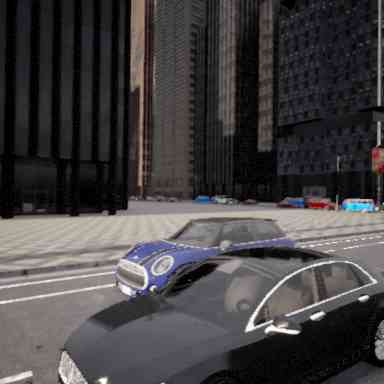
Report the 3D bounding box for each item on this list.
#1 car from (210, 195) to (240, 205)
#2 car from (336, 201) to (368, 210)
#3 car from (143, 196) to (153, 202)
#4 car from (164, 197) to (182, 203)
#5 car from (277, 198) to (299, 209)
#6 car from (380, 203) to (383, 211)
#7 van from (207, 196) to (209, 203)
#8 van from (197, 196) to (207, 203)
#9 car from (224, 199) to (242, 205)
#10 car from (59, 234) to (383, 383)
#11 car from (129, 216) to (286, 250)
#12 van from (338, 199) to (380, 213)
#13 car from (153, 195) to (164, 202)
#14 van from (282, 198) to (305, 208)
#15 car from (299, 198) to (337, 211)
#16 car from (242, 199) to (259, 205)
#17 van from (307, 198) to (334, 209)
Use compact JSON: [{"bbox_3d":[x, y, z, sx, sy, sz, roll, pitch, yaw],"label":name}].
[{"bbox_3d":[7.045,1.757,70.423,2.150,2.045,5.566,1,-1,-35],"label":"car"},{"bbox_3d":[25.879,2.220,53.932,1.802,1.307,4.206,1,-1,-35],"label":"car"},{"bbox_3d":[-10.632,2.029,90.441,1.752,1.417,4.829,1,-1,-35],"label":"car"},{"bbox_3d":[-4.138,2.054,81.336,2.008,1.369,4.403,1,-1,-35],"label":"car"},{"bbox_3d":[15.643,2.087,53.603,1.802,1.307,4.206,1,-1,-35],"label":"car"},{"bbox_3d":[29.176,2.193,49.310,2.008,1.369,4.403,1,-1,-35],"label":"car"},{"bbox_3d":[6.100,1.974,81.667,1.690,1.788,3.998,1,-1,-35],"label":"van"},{"bbox_3d":[2.803,1.974,86.290,1.690,1.788,3.998,1,-1,-35],"label":"van"},{"bbox_3d":[9.394,2.214,77.043,1.802,1.307,4.206,1,-1,-35],"label":"car"},{"bbox_3d":[0.890,1.543,4.318,4.892,1.490,1.837,1,-1,-35],"label":"car"},{"bbox_3d":[0.511,1.413,8.041,4.553,1.767,2.097,1,-1,-35],"label":"car"},{"bbox_3d":[22.240,1.853,44.361,1.690,1.788,3.998,1,-1,-35],"label":"van"},{"bbox_3d":[-7.433,1.943,85.959,1.967,1.590,4.097,1,-1,-35],"label":"car"},{"bbox_3d":[19.288,1.974,63.178,1.690,1.788,3.998,1,-1,-35],"label":"van"},{"bbox_3d":[18.944,1.823,48.983,2.192,1.841,5.009,1,-1,-35],"label":"car"},{"bbox_3d":[12.691,2.214,72.420,1.802,1.307,4.206,1,-1,-35],"label":"car"},{"bbox_3d":[22.585,1.976,58.557,1.690,1.788,3.998,1,-1,-35],"label":"van"}]
